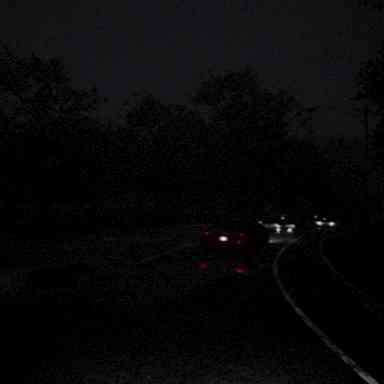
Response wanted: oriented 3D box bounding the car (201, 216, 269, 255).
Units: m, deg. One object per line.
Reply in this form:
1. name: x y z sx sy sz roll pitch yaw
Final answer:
1. car: 1.914 1.674 13.883 1.994 1.385 4.181 -1 -1 23

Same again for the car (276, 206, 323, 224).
1. car: 9.276 2.015 29.455 2.128 1.511 4.902 -1 -3 44

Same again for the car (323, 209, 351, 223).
1. car: 15.261 2.525 35.570 2.033 1.411 5.357 -1 -4 44

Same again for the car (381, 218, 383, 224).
1. car: 30.922 4.248 51.532 1.812 1.442 4.674 -1 -6 45
